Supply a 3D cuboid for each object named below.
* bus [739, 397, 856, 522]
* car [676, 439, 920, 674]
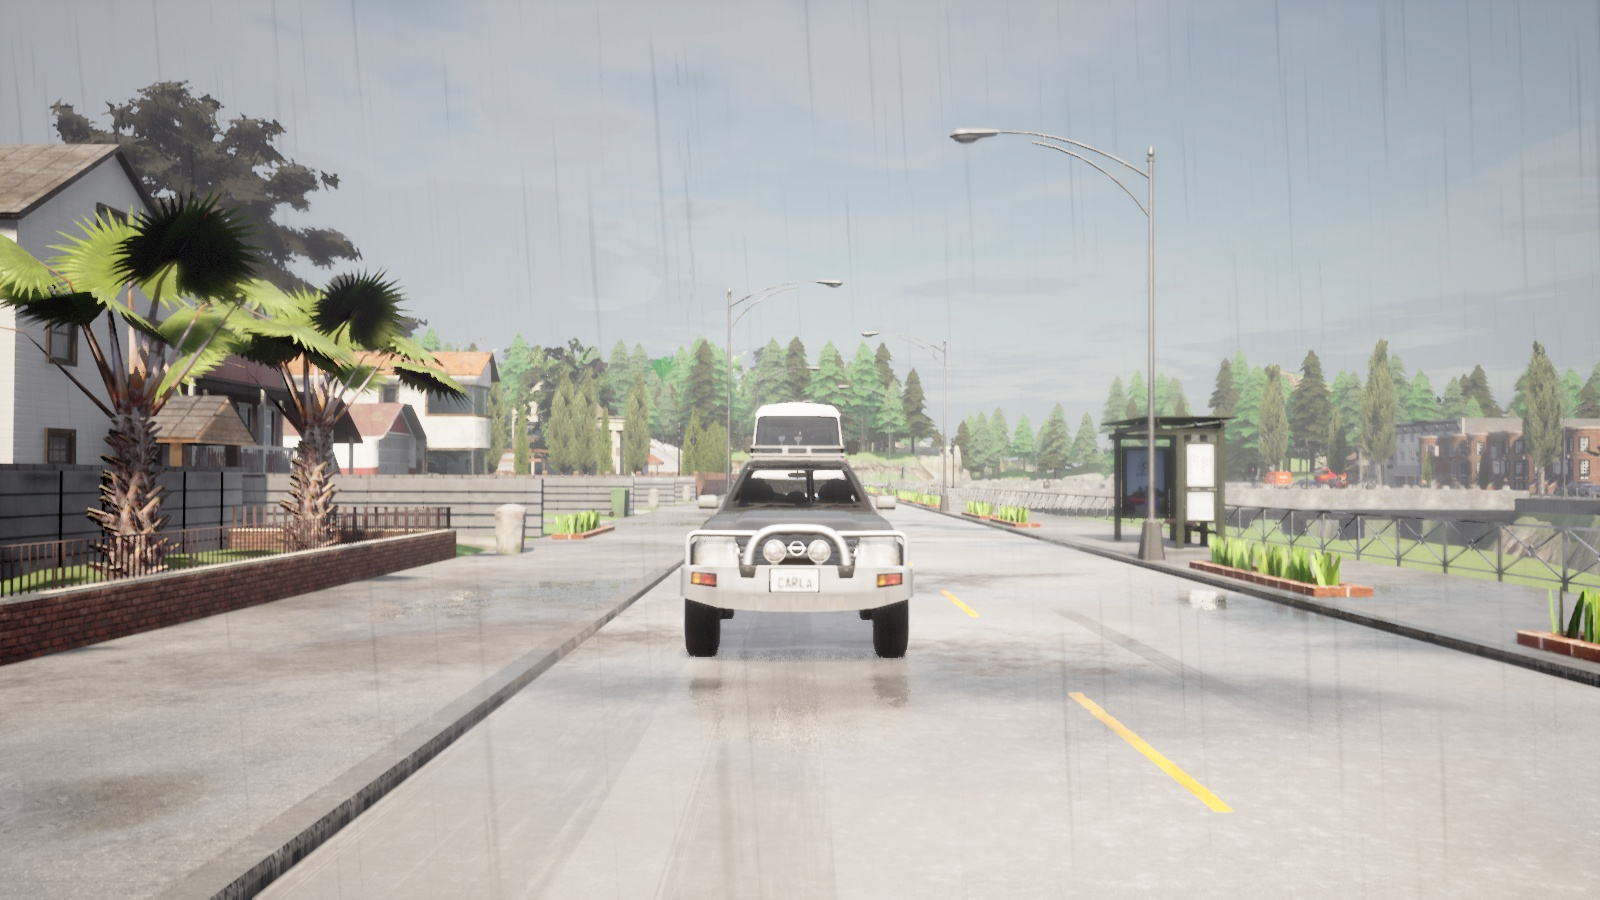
[{"bbox_3d":[-0.089,0.432,47.819,3.944,4.253,10.273,0,-1,0],"label":"bus"},{"bbox_3d":[-0.022,0.892,12.286,1.932,1.855,4.605,0,-1,0],"label":"car"}]
